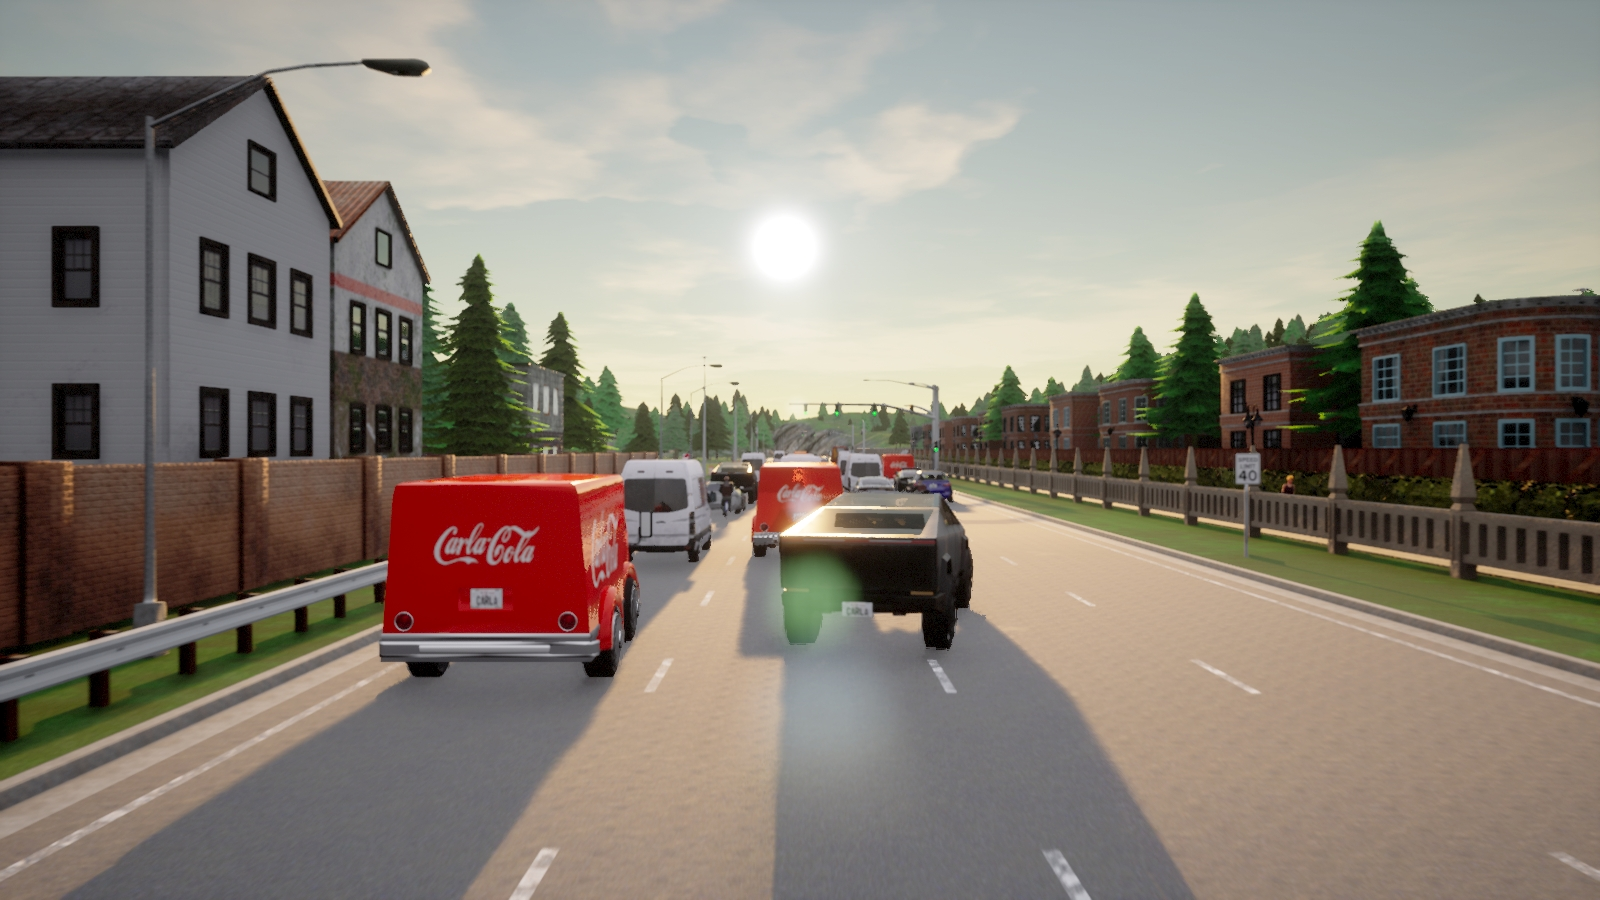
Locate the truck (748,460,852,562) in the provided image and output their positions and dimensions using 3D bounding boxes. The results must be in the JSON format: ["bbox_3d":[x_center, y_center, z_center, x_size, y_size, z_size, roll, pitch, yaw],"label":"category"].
[{"bbox_3d":[0.009,1.566,31.441,2.627,2.467,5.204,0,1,0],"label":"truck"}]

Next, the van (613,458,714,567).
[{"bbox_3d":[-3.495,1.524,30.406,1.988,2.561,5.915,0,0,0],"label":"van"}]

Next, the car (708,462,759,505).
[{"bbox_3d":[-3.481,1.733,61.154,2.390,2.098,6.274,0,0,0],"label":"car"}]

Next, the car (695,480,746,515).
[{"bbox_3d":[-3.525,2.102,51.486,1.994,1.385,4.181,0,0,0],"label":"car"}]

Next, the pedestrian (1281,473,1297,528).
[{"bbox_3d":[16.408,1.689,38.335,0.375,1.860,0.375,0,0,0],"label":"pedestrian"}]

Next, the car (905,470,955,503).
[{"bbox_3d":[7.017,1.947,62.161,2.242,1.667,4.611,0,0,0],"label":"car"}]

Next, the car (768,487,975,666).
[{"bbox_3d":[1.384,1.747,18.074,2.390,2.098,6.274,0,0,12],"label":"car"}]

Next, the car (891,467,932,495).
[{"bbox_3d":[7.022,1.959,72.649,2.097,1.638,5.238,0,0,0],"label":"car"}]

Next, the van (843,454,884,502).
[{"bbox_3d":[3.538,1.514,64.715,1.988,2.561,5.915,0,0,0],"label":"van"}]

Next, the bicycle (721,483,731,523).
[{"bbox_3d":[-2.882,2.046,44.627,0.329,1.471,1.835,0,0,-5],"label":"bicycle"}]

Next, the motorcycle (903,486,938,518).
[{"bbox_3d":[5.072,2.190,48.190,0.867,1.251,2.209,0,0,-10],"label":"motorcycle"}]

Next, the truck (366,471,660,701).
[{"bbox_3d":[-3.496,1.559,15.261,2.627,2.467,5.204,0,0,0],"label":"truck"}]

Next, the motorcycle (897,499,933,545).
[{"bbox_3d":[3.513,2.194,35.136,0.867,1.251,2.209,0,0,0],"label":"motorcycle"}]

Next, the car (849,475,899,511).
[{"bbox_3d":[3.516,2.017,55.020,2.097,1.535,5.006,0,0,0],"label":"car"}]
